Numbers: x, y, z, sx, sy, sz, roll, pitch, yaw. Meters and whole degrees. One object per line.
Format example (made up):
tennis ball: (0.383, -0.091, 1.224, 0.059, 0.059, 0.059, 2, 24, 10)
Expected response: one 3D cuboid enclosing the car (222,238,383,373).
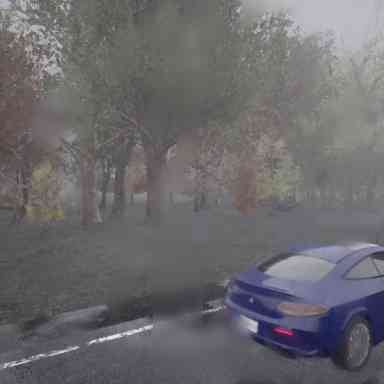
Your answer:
car: (2.597, 1.527, 5.607, 4.674, 1.442, 1.812, 0, 0, -36)
